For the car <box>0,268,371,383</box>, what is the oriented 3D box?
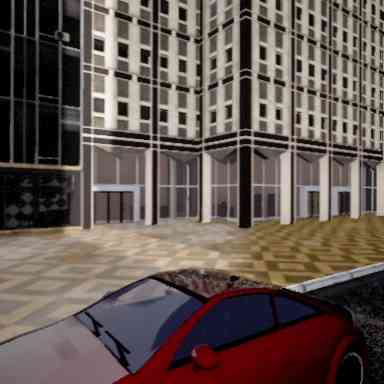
[{"bbox_3d":[-0.084,1.564,3.309,4.181,1.385,1.994,0,0,-36],"label":"car"}]
